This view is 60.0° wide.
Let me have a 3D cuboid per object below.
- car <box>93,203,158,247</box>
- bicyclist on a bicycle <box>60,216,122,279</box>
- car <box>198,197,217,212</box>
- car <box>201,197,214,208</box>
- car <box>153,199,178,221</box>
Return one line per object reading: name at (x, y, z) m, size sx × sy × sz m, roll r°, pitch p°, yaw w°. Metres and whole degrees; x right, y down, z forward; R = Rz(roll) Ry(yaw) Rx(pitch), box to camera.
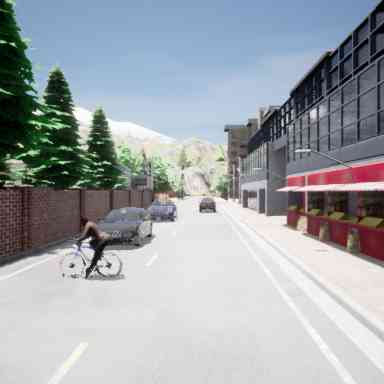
car at (-2.975, 1.503, 15.117) m, size 1.837 × 1.490 × 4.892 m, roll 0°, pitch 1°, yaw 3°
bicyclist on a bicycle at (-2.638, 1.453, 8.652) m, size 1.656 × 1.620 × 0.582 m, roll 0°, pitch 0°, yaw 3°
car at (1.777, 1.505, 38.199) m, size 1.837 × 1.490 × 4.892 m, roll 0°, pitch 0°, yaw 3°
car at (2.240, 1.505, 48.386) m, size 1.837 × 1.490 × 4.892 m, roll 0°, pitch 0°, yaw 3°
car at (-2.351, 1.352, 26.666) m, size 2.097 × 1.767 × 4.553 m, roll 0°, pitch 0°, yaw 3°
